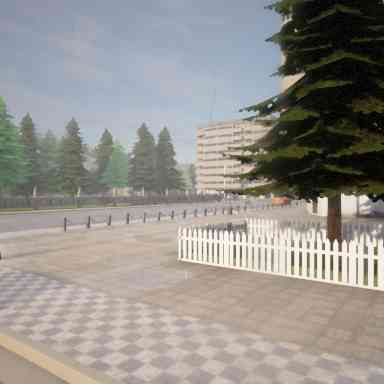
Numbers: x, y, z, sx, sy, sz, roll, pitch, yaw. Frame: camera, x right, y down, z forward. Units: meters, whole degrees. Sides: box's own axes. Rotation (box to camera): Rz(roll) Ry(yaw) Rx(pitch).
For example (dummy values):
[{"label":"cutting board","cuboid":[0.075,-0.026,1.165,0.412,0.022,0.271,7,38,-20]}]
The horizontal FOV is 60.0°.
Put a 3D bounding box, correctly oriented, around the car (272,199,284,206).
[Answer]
[{"label":"car","cuboid":[15.330,1.352,56.748,2.097,1.767,4.553,0,0,36]}]
